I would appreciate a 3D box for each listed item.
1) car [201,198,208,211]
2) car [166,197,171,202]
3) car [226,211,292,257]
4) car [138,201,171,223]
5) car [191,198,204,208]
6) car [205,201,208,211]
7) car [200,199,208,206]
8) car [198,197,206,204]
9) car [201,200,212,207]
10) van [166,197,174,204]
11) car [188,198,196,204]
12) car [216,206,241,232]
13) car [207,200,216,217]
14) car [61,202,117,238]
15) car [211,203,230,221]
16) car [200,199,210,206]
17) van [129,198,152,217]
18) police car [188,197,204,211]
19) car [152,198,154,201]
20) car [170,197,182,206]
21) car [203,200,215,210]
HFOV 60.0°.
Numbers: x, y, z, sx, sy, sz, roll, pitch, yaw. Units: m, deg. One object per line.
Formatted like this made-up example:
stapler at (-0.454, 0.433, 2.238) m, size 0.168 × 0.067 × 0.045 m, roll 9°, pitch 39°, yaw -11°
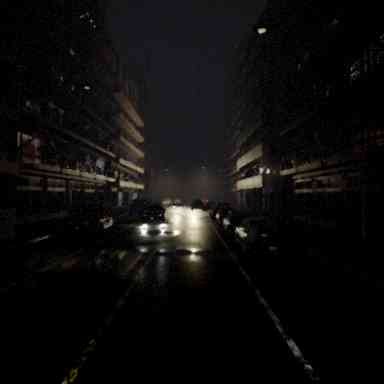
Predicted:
car at (2.698, 1.902, 47.249) m, size 1.967 × 1.590 × 4.097 m, roll 0°, pitch -1°, yaw 0°
car at (-5.678, 2.313, 75.412) m, size 1.752 × 1.417 × 4.829 m, roll 0°, pitch -1°, yaw 0°
car at (2.693, 1.675, 13.282) m, size 2.008 × 1.369 × 4.403 m, roll 0°, pitch -1°, yaw 0°
car at (-3.086, 1.786, 28.010) m, size 1.812 × 1.442 × 4.674 m, roll 0°, pitch -1°, yaw 0°
car at (0.912, 1.946, 58.848) m, size 2.097 × 1.767 × 4.553 m, roll 0°, pitch -1°, yaw 0°
car at (2.697, 1.920, 35.929) m, size 1.802 × 1.307 × 4.206 m, roll 0°, pitch -1°, yaw 0°
car at (2.702, 2.317, 75.728) m, size 1.752 × 1.417 × 4.829 m, roll 0°, pitch -1°, yaw 0°
car at (2.705, 2.321, 92.543) m, size 2.192 × 1.841 × 5.009 m, roll 0°, pitch -1°, yaw 0°
car at (2.701, 2.201, 64.234) m, size 1.887 × 1.381 × 4.507 m, roll 0°, pitch -1°, yaw 0°
van at (-5.677, 2.273, 86.907) m, size 1.690 × 1.788 × 3.998 m, roll 0°, pitch -1°, yaw 0°
car at (0.016, 2.229, 82.309) m, size 1.882 × 1.535 × 5.008 m, roll 0°, pitch -1°, yaw 0°
car at (2.694, 1.727, 18.944) m, size 2.008 × 1.369 × 4.403 m, roll 0°, pitch -1°, yaw 0°
car at (2.696, 1.723, 30.267) m, size 1.967 × 1.590 × 4.097 m, roll 0°, pitch -1°, yaw 0°
car at (-5.686, 1.492, 18.969) m, size 2.192 × 1.841 × 5.009 m, roll 0°, pitch -1°, yaw 0°
car at (2.695, 1.773, 24.607) m, size 1.887 × 1.381 × 4.507 m, roll 0°, pitch -1°, yaw 0°
car at (2.702, 2.266, 69.900) m, size 1.887 × 1.381 × 4.507 m, roll 0°, pitch -1°, yaw 0°
van at (-5.683, 1.680, 35.954) m, size 1.690 × 1.788 × 3.998 m, roll 0°, pitch -1°, yaw 0°
police car at (0.811, 1.907, 48.967) m, size 1.930 × 1.638 × 5.238 m, roll 0°, pitch -1°, yaw -2°
car at (-5.684, 1.715, 41.614) m, size 2.192 × 1.841 × 5.009 m, roll 0°, pitch -1°, yaw 0°
car at (-2.986, 2.256, 69.669) m, size 2.033 × 1.411 × 5.357 m, roll 0°, pitch -1°, yaw 0°
car at (2.699, 2.054, 53.081) m, size 1.752 × 1.417 × 4.829 m, roll 0°, pitch -1°, yaw 0°
